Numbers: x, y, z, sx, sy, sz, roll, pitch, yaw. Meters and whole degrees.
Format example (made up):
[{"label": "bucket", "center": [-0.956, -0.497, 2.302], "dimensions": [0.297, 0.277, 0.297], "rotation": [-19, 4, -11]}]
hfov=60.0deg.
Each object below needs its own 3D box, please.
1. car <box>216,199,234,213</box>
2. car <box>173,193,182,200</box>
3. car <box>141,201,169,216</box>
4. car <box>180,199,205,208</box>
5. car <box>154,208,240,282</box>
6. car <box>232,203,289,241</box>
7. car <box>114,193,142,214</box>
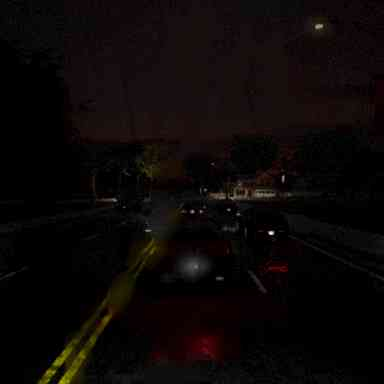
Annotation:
[{"label": "car", "center": [3.349, 1.445, 32.511], "dimensions": [1.812, 1.442, 4.674], "rotation": [0, 0, 0]}, {"label": "car", "center": [-3.242, 1.002, 73.726], "dimensions": [1.837, 1.490, 4.892], "rotation": [0, 0, 0]}, {"label": "car", "center": [-3.347, 1.521, 32.081], "dimensions": [1.895, 1.301, 4.718], "rotation": [0, 0, 0]}, {"label": "car", "center": [0.072, 1.481, 26.824], "dimensions": [2.033, 1.411, 5.357], "rotation": [0, 0, 0]}, {"label": "car", "center": [0.054, 1.453, 9.686], "dimensions": [1.882, 1.535, 5.008], "rotation": [0, 0, 0]}, {"label": "car", "center": [3.338, 1.463, 16.403], "dimensions": [1.837, 1.490, 4.892], "rotation": [0, 0, 0]}, {"label": "car", "center": [-6.598, 1.136, 35.139], "dimensions": [2.150, 2.045, 5.566], "rotation": [0, 0, 0]}]
